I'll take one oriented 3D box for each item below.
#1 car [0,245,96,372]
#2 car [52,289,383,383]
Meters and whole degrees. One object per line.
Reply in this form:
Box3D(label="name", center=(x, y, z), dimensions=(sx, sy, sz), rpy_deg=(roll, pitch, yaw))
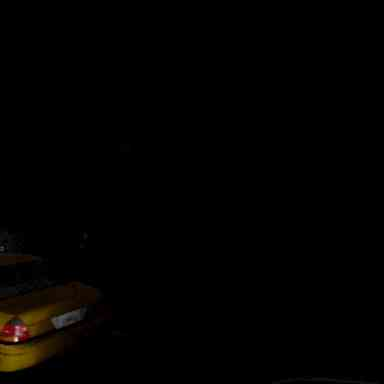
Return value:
Box3D(label="car", center=(-3.413, 1.566, 5.514), dimensions=(4.829, 1.417, 1.752), rpy_deg=(0, 0, 35))
Box3D(label="car", center=(1.222, 1.567, 2.208), dimensions=(4.313, 1.339, 1.947), rpy_deg=(0, 0, 35))
